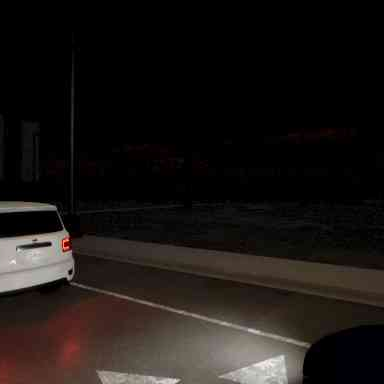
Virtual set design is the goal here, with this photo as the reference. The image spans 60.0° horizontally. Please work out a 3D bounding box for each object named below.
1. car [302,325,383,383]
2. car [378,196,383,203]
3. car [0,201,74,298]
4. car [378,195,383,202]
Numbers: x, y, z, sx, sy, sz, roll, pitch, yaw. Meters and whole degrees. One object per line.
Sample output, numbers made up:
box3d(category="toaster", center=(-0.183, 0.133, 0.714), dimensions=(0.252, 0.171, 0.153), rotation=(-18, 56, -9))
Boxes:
box3d(category="car", center=(3.005, 1.516, 1.843), dimensions=(4.674, 1.442, 1.812), rotation=(0, 0, 35))
box3d(category="car", center=(39.921, 1.527, 67.903), dimensions=(2.038, 1.542, 4.974), rotation=(1, 1, 6))
box3d(category="car", center=(-5.032, 1.220, 7.576), dimensions=(5.566, 2.045, 2.150), rotation=(0, 0, 35))
box3d(category="car", center=(39.927, 1.369, 67.953), dimensions=(1.853, 1.218, 4.536), rotation=(1, 1, 6))
